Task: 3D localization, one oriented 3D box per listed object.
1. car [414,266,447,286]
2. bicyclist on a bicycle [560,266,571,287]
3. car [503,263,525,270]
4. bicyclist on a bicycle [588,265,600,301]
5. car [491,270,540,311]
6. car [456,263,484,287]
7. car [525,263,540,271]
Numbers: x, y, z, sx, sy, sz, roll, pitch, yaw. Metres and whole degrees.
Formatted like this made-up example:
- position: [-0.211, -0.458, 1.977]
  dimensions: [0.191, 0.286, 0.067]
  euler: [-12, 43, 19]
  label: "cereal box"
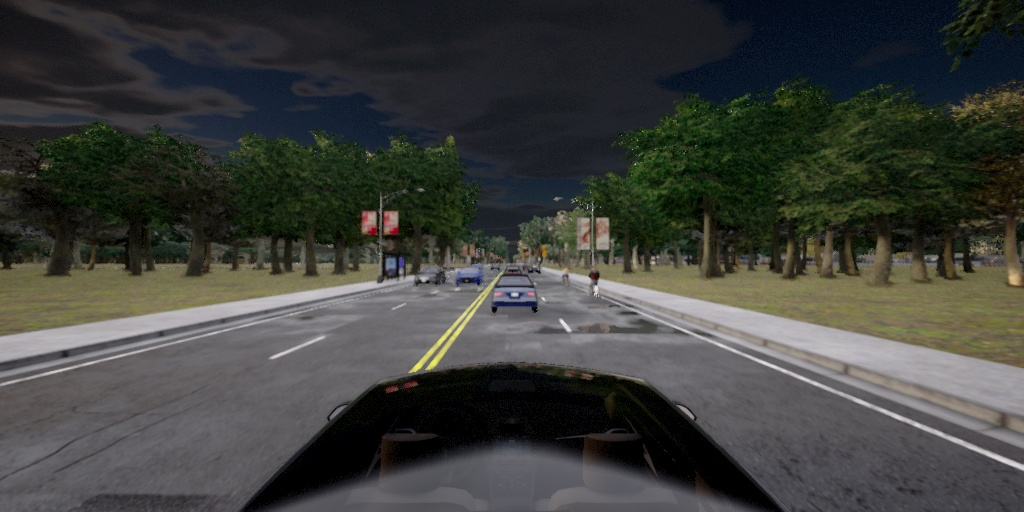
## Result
- position: [-6.604, 1.614, 29.344]
  dimensions: [2.128, 1.511, 4.902]
  euler: [0, -1, 0]
  label: "car"
- position: [4.156, 1.536, 27.706]
  dimensions: [0.866, 1.612, 1.509]
  euler: [0, -1, 0]
  label: "bicyclist on a bicycle"
- position: [0.093, 1.716, 35.900]
  dimensions: [1.837, 1.490, 4.892]
  euler: [0, -1, 0]
  label: "car"
- position: [4.140, 1.342, 18.211]
  dimensions: [0.659, 1.776, 1.843]
  euler: [0, 0, 0]
  label: "bicyclist on a bicycle"
- position: [0.097, 1.481, 15.420]
  dimensions: [2.033, 1.411, 5.357]
  euler: [0, -1, 0]
  label: "car"
- position: [-3.354, 1.597, 29.127]
  dimensions: [1.882, 1.535, 5.008]
  euler: [0, -1, 0]
  label: "car"
- position: [3.339, 2.084, 55.815]
  dimensions: [1.895, 1.301, 4.718]
  euler: [0, -1, 0]
  label: "car"
